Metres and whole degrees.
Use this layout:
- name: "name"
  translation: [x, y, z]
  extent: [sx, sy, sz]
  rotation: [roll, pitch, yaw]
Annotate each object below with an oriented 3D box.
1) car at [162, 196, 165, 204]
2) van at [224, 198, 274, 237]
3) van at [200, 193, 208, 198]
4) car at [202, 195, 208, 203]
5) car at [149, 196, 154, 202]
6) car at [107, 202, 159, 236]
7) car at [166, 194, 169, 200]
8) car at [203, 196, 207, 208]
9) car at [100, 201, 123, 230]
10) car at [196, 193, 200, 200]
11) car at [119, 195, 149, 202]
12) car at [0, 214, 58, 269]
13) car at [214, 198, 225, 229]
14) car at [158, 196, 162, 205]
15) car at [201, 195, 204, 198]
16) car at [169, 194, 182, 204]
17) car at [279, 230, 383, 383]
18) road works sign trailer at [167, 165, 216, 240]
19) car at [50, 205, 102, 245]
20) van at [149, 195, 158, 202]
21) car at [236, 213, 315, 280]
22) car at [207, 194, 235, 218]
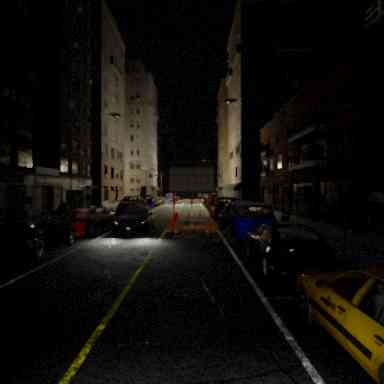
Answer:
- name: "car"
  translation: [-5.885, 1.442, 54.899]
  extent: [1.752, 1.417, 4.829]
  rotation: [0, 0, 0]
- name: "van"
  translation: [2.659, 1.322, 15.403]
  extent: [1.690, 1.788, 3.998]
  rotation: [0, 0, 0]
- name: "van"
  translation: [2.640, 1.257, 55.088]
  extent: [1.690, 1.788, 3.998]
  rotation: [0, 0, 0]
- name: "car"
  translation: [2.645, 1.491, 43.749]
  extent: [2.008, 1.369, 4.403]
  rotation: [0, 0, 0]
- name: "car"
  translation: [-5.877, 1.499, 38.062]
  extent: [2.008, 1.369, 4.403]
  rotation: [0, 0, 0]
- name: "car"
  translation: [-3.110, 1.502, 18.537]
  extent: [1.812, 1.442, 4.674]
  rotation: [0, 0, 0]
- name: "car"
  translation: [-5.888, 1.452, 60.736]
  extent: [2.008, 1.369, 4.403]
  rotation: [0, 0, 0]
- name: "car"
  translation: [2.648, 1.514, 38.080]
  extent: [1.947, 1.339, 4.313]
  rotation: [0, 0, 0]
- name: "car"
  translation: [-5.869, 1.498, 20.888]
  extent: [1.752, 1.417, 4.829]
  rotation: [0, 0, 0]
- name: "car"
  translation: [2.625, 1.273, 87.953]
  extent: [1.967, 1.590, 4.097]
  rotation: [0, 0, 0]
- name: "car"
  translation: [-5.875, 1.271, 32.395]
  extent: [2.192, 1.841, 5.009]
  rotation: [0, 0, 0]
- name: "car"
  translation: [-5.864, 1.554, 9.721]
  extent: [1.947, 1.339, 4.313]
  rotation: [0, 0, 0]
- name: "car"
  translation: [2.656, 1.413, 21.072]
  extent: [1.967, 1.590, 4.097]
  rotation: [0, 0, 0]
- name: "car"
  translation: [-5.883, 1.455, 49.230]
  extent: [1.752, 1.417, 4.829]
  rotation: [0, 0, 0]
- name: "car"
  translation: [2.643, 1.511, 49.419]
  extent: [1.802, 1.307, 4.206]
  rotation: [0, 0, 0]
- name: "car"
  translation: [-3.031, 1.509, 61.048]
  extent: [1.895, 1.301, 4.718]
  rotation: [0, 0, 0]
- name: "car"
  translation: [2.665, 1.520, 4.234]
  extent: [1.752, 1.417, 4.829]
  rotation: [0, 0, 0]
- name: "road works sign trailer"
  translation: [-0.009, 0.443, 16.710]
  extent: [2.380, 3.560, 2.880]
  rotation: [0, 0, 0]
- name: "car"
  translation: [-5.866, 1.525, 15.389]
  extent: [1.887, 1.381, 4.507]
  rotation: [0, 0, 0]
- name: "van"
  translation: [-5.881, 1.281, 43.730]
  extent: [1.690, 1.788, 3.998]
  rotation: [0, 0, 0]
- name: "car"
  translation: [2.662, 1.539, 9.734]
  extent: [2.008, 1.369, 4.403]
  rotation: [0, 0, 0]
- name: "car"
  translation: [2.653, 1.279, 26.741]
  extent: [2.192, 1.841, 5.009]
  rotation: [0, 0, 0]
